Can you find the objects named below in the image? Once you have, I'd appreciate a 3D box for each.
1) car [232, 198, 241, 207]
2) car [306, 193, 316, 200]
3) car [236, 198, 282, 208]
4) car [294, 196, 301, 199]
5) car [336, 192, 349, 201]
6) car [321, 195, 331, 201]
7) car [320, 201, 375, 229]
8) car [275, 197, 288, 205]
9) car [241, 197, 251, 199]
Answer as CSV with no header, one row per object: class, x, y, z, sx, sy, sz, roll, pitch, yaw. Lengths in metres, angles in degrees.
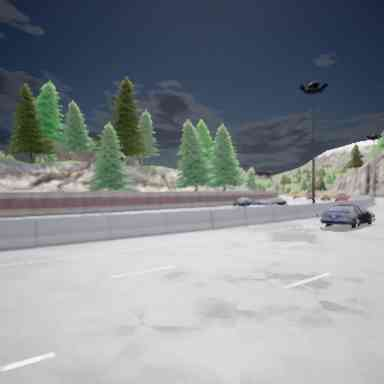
car,7.999,1.539,51.327,1.812,1.442,4.674,0,0,38
car,30.038,1.161,83.843,2.097,1.767,4.553,0,0,21
car,6.885,1.601,33.799,1.895,1.301,4.718,0,0,43
car,27.619,1.343,87.433,1.994,1.385,4.181,0,0,21
car,30.521,1.118,67.414,2.150,2.045,5.566,0,0,27
car,31.520,1.435,78.043,1.994,1.385,4.181,0,0,23
car,10.161,1.512,21.554,2.033,1.411,5.357,0,0,44
car,10.911,1.464,43.739,1.882,1.535,5.008,0,0,39
car,9.186,1.602,47.139,1.895,1.301,4.718,0,0,38
